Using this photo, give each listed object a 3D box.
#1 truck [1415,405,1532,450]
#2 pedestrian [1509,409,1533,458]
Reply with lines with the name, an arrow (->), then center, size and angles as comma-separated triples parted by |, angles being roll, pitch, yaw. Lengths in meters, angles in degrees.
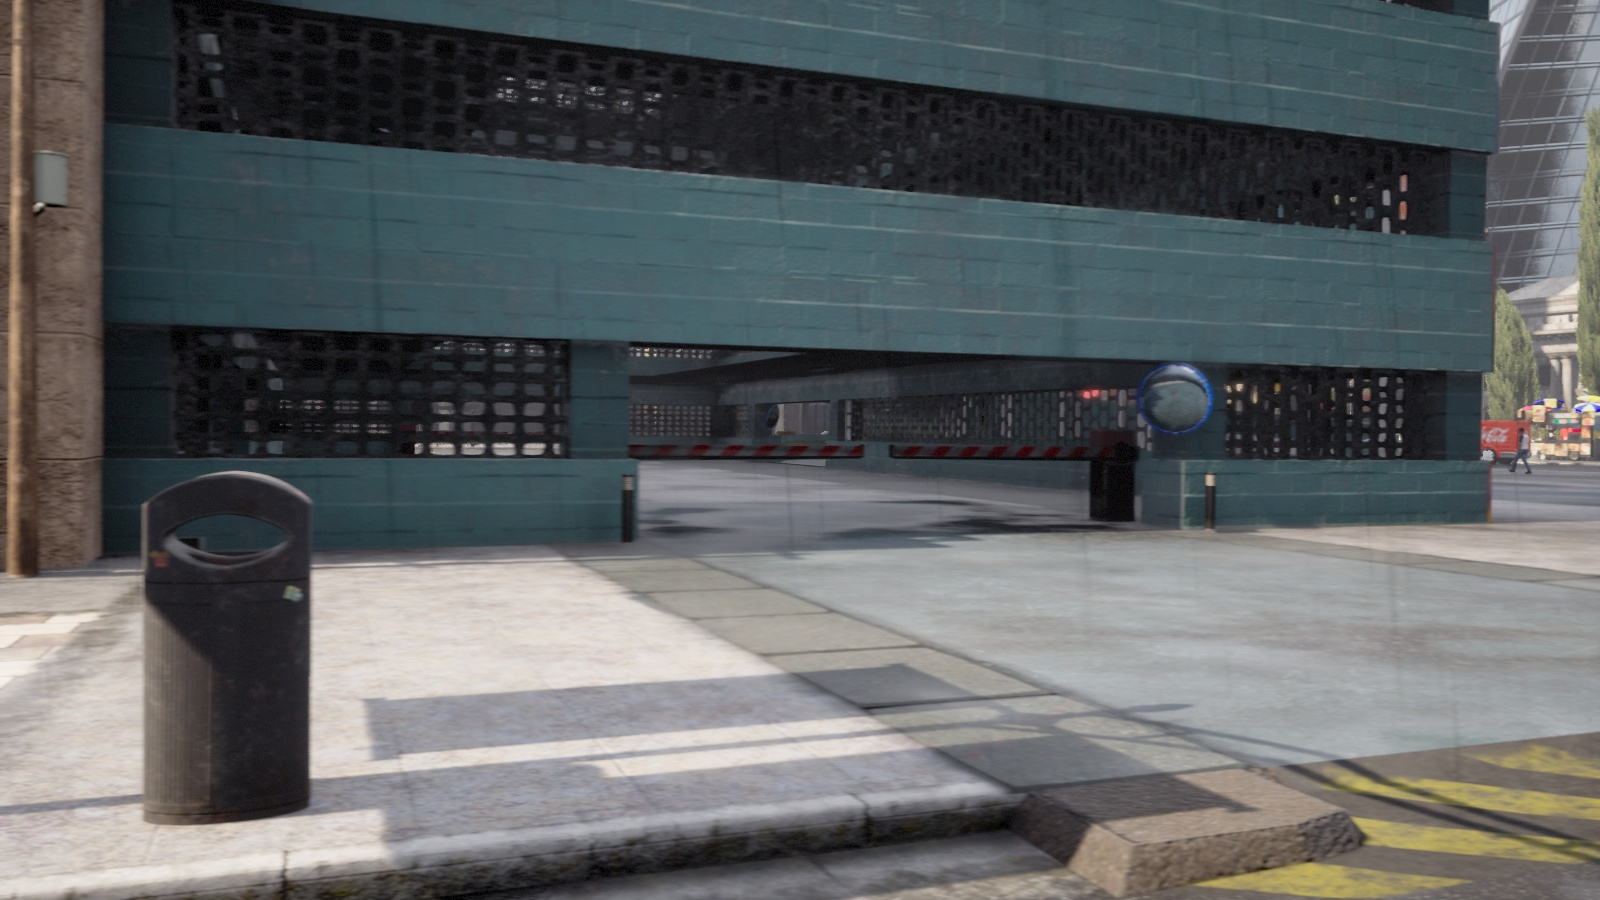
truck -> 37.819, -1.246, 70.595 | 2.627, 2.467, 5.204 | -1, 1, -41
pedestrian -> 27.626, -0.627, 48.107 | 0.354, 1.836, 0.706 | -1, 1, -22
